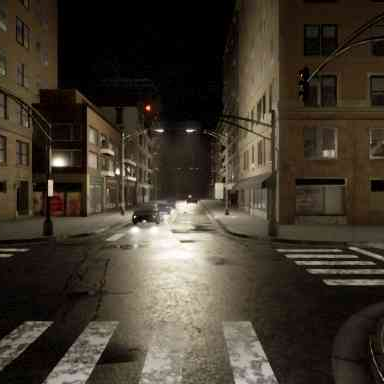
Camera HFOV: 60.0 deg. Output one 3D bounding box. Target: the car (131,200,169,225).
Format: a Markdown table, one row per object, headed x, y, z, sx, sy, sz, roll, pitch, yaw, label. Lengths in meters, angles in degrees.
| x | y | z | sx | sy | sz | roll | pitch | yaw | label |
| --- | --- | --- | --- | --- | --- | --- | --- | --- | --- |
| -3.132 | 1.538 | 24.521 | 2.033 | 1.411 | 5.357 | 0 | 0 | 0 | car |

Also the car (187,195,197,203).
| x | y | z | sx | sy | sz | roll | pitch | yaw | label |
| --- | --- | --- | --- | --- | --- | --- | --- | --- | --- |
| 0.007 | 1.445 | 69.617 | 2.128 | 1.511 | 4.902 | 0 | 0 | 0 | car |

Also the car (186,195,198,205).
| x | y | z | sx | sy | sz | roll | pitch | yaw | label |
| --- | --- | --- | --- | --- | --- | --- | --- | --- | --- |
| 0.022 | 1.453 | 59.253 | 2.128 | 1.511 | 4.902 | 0 | 0 | 0 | car |

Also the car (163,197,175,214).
| x | y | z | sx | sy | sz | roll | pitch | yaw | label |
| --- | --- | --- | --- | --- | --- | --- | --- | --- | --- |
| -3.145 | 1.546 | 34.437 | 1.994 | 1.385 | 4.181 | 0 | 0 | 0 | car |
